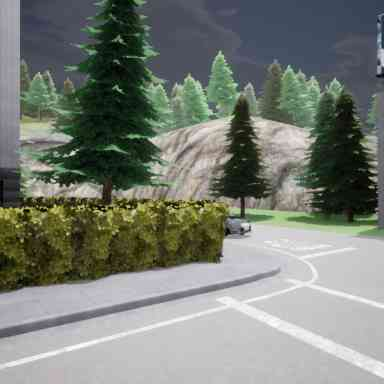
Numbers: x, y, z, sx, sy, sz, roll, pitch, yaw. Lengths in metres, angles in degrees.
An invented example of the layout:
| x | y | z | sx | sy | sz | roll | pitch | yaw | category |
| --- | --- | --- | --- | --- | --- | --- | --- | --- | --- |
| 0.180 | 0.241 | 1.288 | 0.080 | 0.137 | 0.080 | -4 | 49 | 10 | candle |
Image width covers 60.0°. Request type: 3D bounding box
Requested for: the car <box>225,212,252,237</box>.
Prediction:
| x | y | z | sx | sy | sz | roll | pitch | yaw | category |
| --- | --- | --- | --- | --- | --- | --- | --- | --- | --- |
| 1.219 | 1.669 | 19.334 | 2.128 | 1.511 | 4.902 | 0 | 0 | -42 | car |
